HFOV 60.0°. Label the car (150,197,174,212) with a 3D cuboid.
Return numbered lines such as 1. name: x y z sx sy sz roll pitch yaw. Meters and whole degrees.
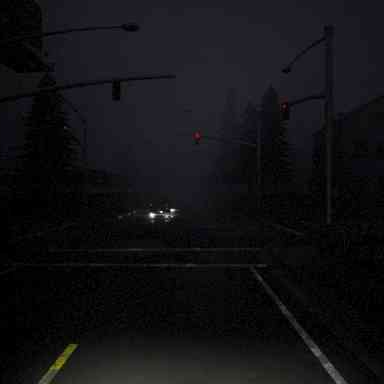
1. car: -3.525 1.352 38.090 2.097 1.767 4.553 0 0 0
